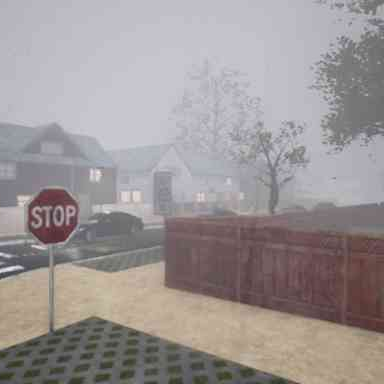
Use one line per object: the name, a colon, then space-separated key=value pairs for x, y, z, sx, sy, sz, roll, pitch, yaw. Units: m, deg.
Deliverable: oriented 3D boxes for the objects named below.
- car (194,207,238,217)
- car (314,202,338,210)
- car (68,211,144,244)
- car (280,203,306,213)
car: x=1.882 y=1.860 z=25.926 sx=1.994 sy=1.385 sz=4.181 roll=0 pitch=-1 yaw=37
car: x=16.344 y=1.949 z=40.340 sx=1.882 sy=1.535 sz=5.008 roll=0 pitch=-1 yaw=37
car: x=-4.520 y=1.719 z=17.343 sx=1.812 sy=1.442 sz=4.674 roll=0 pitch=-1 yaw=36
car: x=11.978 y=2.016 z=39.371 sx=1.994 sy=1.385 sz=4.181 roll=0 pitch=-1 yaw=37
